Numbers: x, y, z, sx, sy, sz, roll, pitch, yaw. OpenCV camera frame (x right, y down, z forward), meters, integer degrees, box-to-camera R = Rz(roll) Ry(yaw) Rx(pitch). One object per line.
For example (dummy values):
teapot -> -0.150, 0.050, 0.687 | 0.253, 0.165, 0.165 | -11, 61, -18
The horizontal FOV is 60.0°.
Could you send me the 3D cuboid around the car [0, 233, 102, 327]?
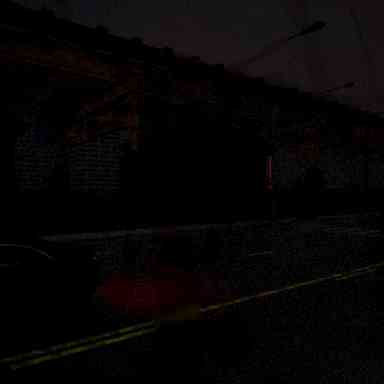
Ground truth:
car -> -3.983, 1.491, 5.439 | 4.902, 1.511, 2.128 | 0, 0, -35
